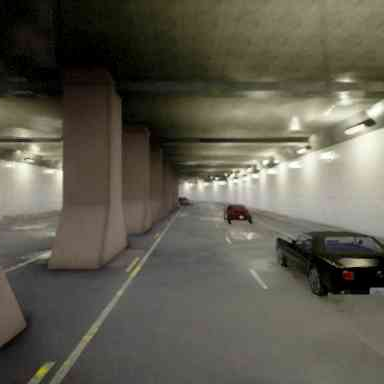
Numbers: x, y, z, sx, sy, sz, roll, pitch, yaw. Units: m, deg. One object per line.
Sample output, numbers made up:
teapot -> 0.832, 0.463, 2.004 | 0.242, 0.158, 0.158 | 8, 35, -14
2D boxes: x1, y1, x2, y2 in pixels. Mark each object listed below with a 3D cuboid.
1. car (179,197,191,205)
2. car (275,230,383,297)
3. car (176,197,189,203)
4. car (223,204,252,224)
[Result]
car -> -1.330, 1.906, 67.878 | 1.812, 1.442, 4.674 | 0, 0, -3
car -> 3.600, 1.650, 8.656 | 1.895, 1.301, 4.718 | 0, 0, 0
car -> -2.488, 1.934, 84.882 | 2.128, 1.511, 4.902 | 0, 0, -16
car -> 3.585, 1.674, 26.430 | 1.812, 1.442, 4.674 | 0, 0, 0
